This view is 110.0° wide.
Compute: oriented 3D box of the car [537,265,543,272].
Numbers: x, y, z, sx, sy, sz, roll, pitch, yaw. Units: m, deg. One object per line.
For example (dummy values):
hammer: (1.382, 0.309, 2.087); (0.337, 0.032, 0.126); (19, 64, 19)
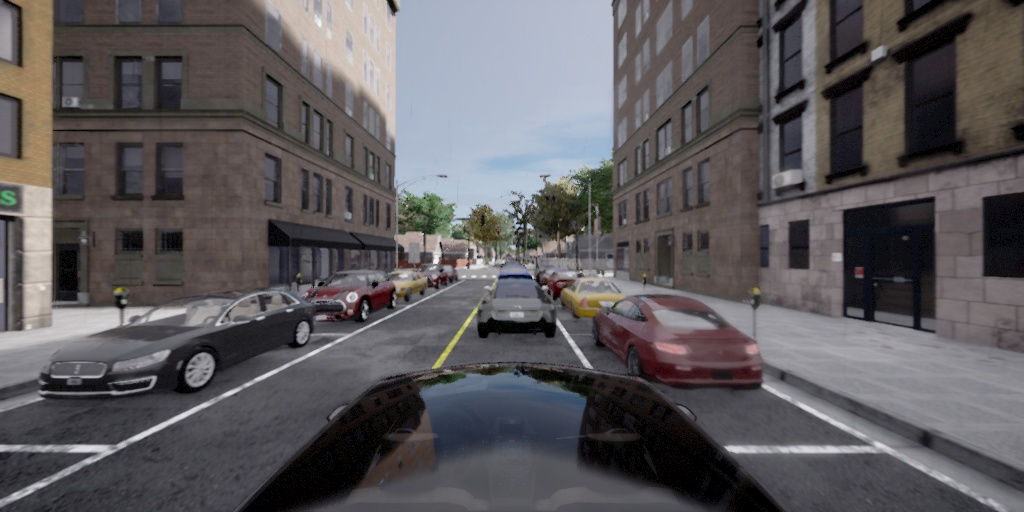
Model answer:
car: (2.688, 1.383, 23.133); (1.802, 1.307, 4.207); (0, 0, 0)

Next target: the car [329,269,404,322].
car: (-5.365, 1.213, 12.114); (1.967, 1.591, 4.097); (0, 0, 0)

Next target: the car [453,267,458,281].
car: (-5.324, 1.397, 28.670); (1.802, 1.307, 4.207); (0, 0, 0)

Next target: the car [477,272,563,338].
car: (0.118, 1.333, 10.306); (1.994, 1.385, 4.181); (0, 0, 0)

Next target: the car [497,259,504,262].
car: (0.070, 1.172, 30.233); (2.097, 1.767, 4.553); (0, 0, 0)

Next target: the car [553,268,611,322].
car: (2.661, 1.299, 12.267); (1.751, 1.417, 4.829); (0, 0, 0)

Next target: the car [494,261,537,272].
car: (0.125, 1.272, 20.456); (1.882, 1.535, 5.008); (0, 0, -1)

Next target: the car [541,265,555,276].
car: (2.674, 1.332, 17.615); (1.888, 1.381, 4.507); (0, 0, 0)

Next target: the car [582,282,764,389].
car: (2.647, 1.342, 6.579); (1.802, 1.307, 4.207); (0, 0, 0)

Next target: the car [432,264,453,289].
car: (-5.337, 1.241, 23.151); (1.967, 1.591, 4.097); (0, 0, 0)

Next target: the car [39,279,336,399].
car: (-5.378, 1.310, 6.595); (2.007, 1.370, 4.403); (0, 0, 0)

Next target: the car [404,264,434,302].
car: (-5.352, 1.312, 17.462); (1.751, 1.417, 4.829); (0, 0, 0)
